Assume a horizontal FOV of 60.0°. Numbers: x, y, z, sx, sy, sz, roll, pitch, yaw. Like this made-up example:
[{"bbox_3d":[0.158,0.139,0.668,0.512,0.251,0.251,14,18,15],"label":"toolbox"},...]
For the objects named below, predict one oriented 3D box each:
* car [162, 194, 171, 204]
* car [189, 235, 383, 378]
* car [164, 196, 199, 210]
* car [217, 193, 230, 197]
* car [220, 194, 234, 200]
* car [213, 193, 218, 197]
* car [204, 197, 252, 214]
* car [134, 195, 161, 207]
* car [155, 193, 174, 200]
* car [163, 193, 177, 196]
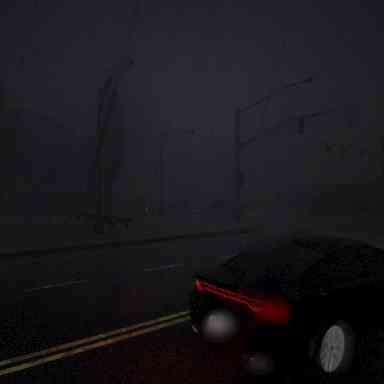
[{"bbox_3d":[-6.734,1.547,63.728,2.033,1.411,5.357,0,0,-35],"label":"car"},{"bbox_3d":[2.278,1.478,5.631,5.008,1.535,1.882,0,0,-37],"label":"car"},{"bbox_3d":[-1.395,1.564,43.578,1.994,1.385,4.181,0,0,-35],"label":"car"},{"bbox_3d":[7.793,1.395,68.776,3.806,1.475,1.970,0,0,-37],"label":"car"},{"bbox_3d":[10.024,1.395,95.078,3.806,1.475,1.970,0,0,-37],"label":"car"},{"bbox_3d":[6.079,1.156,71.110,3.866,1.878,1.905,0,0,-37],"label":"car"},{"bbox_3d":[3.972,1.547,35.918,2.033,1.411,5.357,0,0,-35],"label":"car"},{"bbox_3d":[-7.283,1.352,52.002,2.097,1.767,4.553,0,0,-35],"label":"car"},{"bbox_3d":[-7.303,1.153,89.220,4.605,1.855,1.932,0,0,-37],"label":"car"},{"bbox_3d":[-5.625,1.156,86.861,3.866,1.878,1.905,0,0,-37],"label":"car"}]
